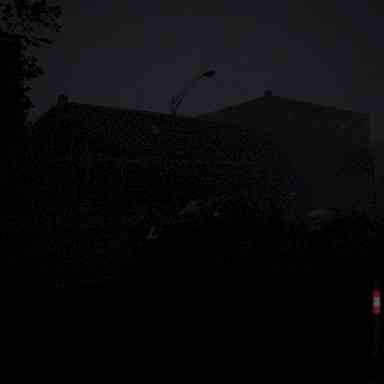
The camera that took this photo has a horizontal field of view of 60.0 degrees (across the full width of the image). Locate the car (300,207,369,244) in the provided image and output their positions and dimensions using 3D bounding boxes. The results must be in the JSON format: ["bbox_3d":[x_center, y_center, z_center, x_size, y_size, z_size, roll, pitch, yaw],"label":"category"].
[{"bbox_3d":[6.248,1.420,15.151,4.674,1.452,2.002,0,0,-35],"label":"car"}]

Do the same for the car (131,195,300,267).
[{"bbox_3d":[0.763,1.146,11.226,5.566,2.045,2.435,0,0,-35],"label":"car"}]
